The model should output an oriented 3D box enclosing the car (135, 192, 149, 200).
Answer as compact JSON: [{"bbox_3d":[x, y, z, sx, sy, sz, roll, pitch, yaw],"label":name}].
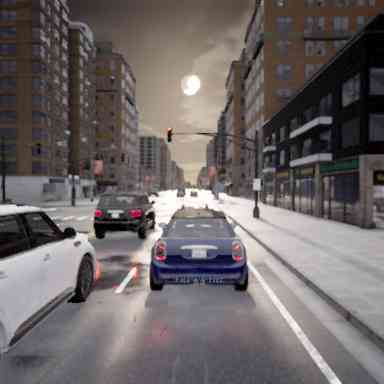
[{"bbox_3d":[-9.389,0.724,63.291,1.895,1.301,4.718,0,1,1],"label":"car"}]

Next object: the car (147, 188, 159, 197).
[{"bbox_3d":[-9.266,0.131,79.641,2.150,2.045,5.566,0,1,0],"label":"car"}]

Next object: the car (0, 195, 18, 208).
[{"bbox_3d":[-21.926,1.060,36.794,4.313,1.339,1.947,0,1,1],"label":"car"}]

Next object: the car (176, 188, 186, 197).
[{"bbox_3d":[-2.773,0.463,78.496,2.033,1.411,5.357,0,1,0],"label":"car"}]

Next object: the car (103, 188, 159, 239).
[{"bbox_3d":[-3.053,0.993,16.023,2.150,2.045,5.566,0,1,0],"label":"car"}]

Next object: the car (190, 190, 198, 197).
[{"bbox_3d":[0.480,0.444,78.889,1.812,1.442,4.674,0,1,0],"label":"car"}]

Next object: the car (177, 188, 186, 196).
[{"bbox_3d":[-2.710,-0.100,88.941,2.150,2.045,5.566,0,1,0],"label":"car"}]

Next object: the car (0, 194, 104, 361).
[{"bbox_3d":[-3.122,1.153,4.711,2.150,2.045,5.566,0,1,0],"label":"car"}]

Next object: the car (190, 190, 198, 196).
[{"bbox_3d":[0.540,0.230,88.895,1.994,1.385,4.181,0,1,0],"label":"car"}]

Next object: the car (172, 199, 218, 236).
[{"bbox_3d":[0.165,1.238,17.891,2.128,1.511,4.902,0,1,1],"label":"car"}]

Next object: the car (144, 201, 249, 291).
[{"bbox_3d":[0.153,1.225,8.822,2.097,1.767,4.553,0,1,0],"label":"car"}]
